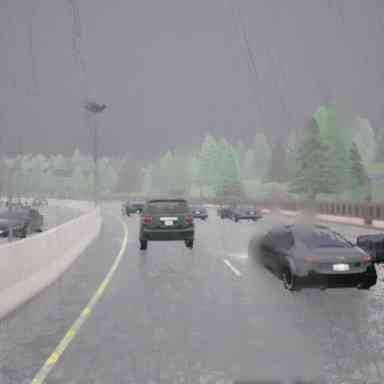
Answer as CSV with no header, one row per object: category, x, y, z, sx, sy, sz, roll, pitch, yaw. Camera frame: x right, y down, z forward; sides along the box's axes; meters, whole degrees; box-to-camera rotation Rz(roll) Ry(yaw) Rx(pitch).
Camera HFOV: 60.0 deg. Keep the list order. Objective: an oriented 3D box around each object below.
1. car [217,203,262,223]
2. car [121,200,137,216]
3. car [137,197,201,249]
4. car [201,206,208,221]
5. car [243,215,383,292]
car,3.618,1.547,25.966,2.033,1.411,5.357,0,0,-15
car,-5.727,1.540,32.600,1.837,1.490,4.892,0,0,-19
car,-1.257,1.233,14.891,2.150,2.045,5.566,0,0,-9
car,-0.248,1.561,26.995,2.033,1.411,5.357,0,0,-15
car,2.959,1.558,9.015,1.994,1.385,4.181,0,0,-5
